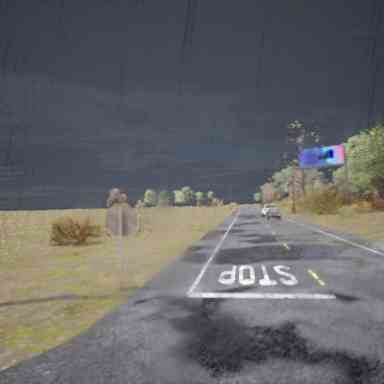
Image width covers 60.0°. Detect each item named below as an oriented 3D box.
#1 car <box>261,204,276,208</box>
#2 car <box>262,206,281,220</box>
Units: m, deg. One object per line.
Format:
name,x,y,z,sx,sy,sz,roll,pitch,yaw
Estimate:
car,12.373,2.963,53.181,2.150,2.045,5.566,-2,-2,9
car,11.279,3.041,46.060,2.033,1.411,5.357,-2,-2,10
